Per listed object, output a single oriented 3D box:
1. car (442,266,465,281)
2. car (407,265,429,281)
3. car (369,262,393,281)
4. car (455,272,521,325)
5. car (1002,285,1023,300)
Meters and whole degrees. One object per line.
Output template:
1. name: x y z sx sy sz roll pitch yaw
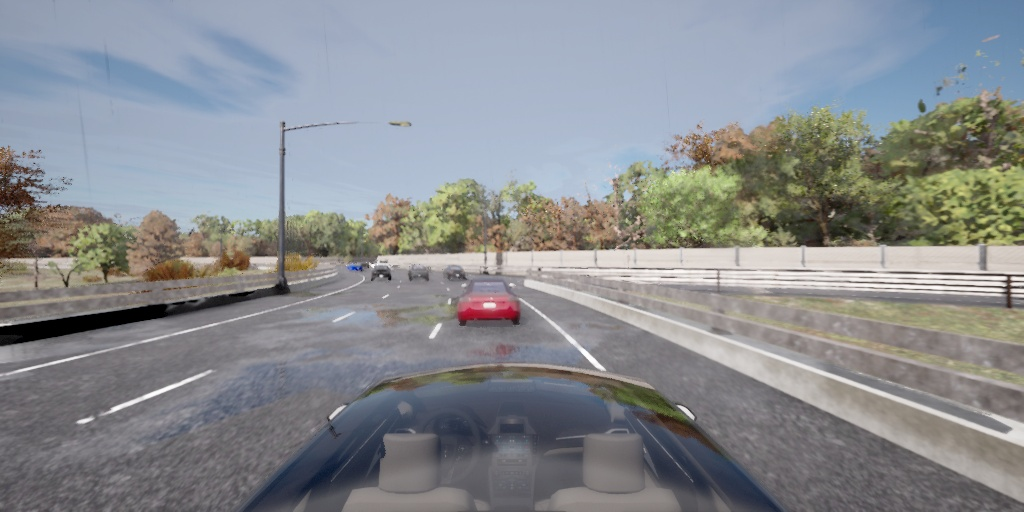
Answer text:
1. car: -5.928 1.713 36.537 1.812 1.442 4.674 0 -1 -18
2. car: -9.613 1.690 36.540 2.128 1.511 4.902 0 -1 -19
3. car: -13.552 1.723 37.253 1.837 1.490 4.892 0 0 -19
4. car: -0.828 1.448 12.566 1.994 1.385 4.181 0 -1 -5
5. car: 26.947 1.608 17.192 4.181 1.385 1.994 1 0 34
